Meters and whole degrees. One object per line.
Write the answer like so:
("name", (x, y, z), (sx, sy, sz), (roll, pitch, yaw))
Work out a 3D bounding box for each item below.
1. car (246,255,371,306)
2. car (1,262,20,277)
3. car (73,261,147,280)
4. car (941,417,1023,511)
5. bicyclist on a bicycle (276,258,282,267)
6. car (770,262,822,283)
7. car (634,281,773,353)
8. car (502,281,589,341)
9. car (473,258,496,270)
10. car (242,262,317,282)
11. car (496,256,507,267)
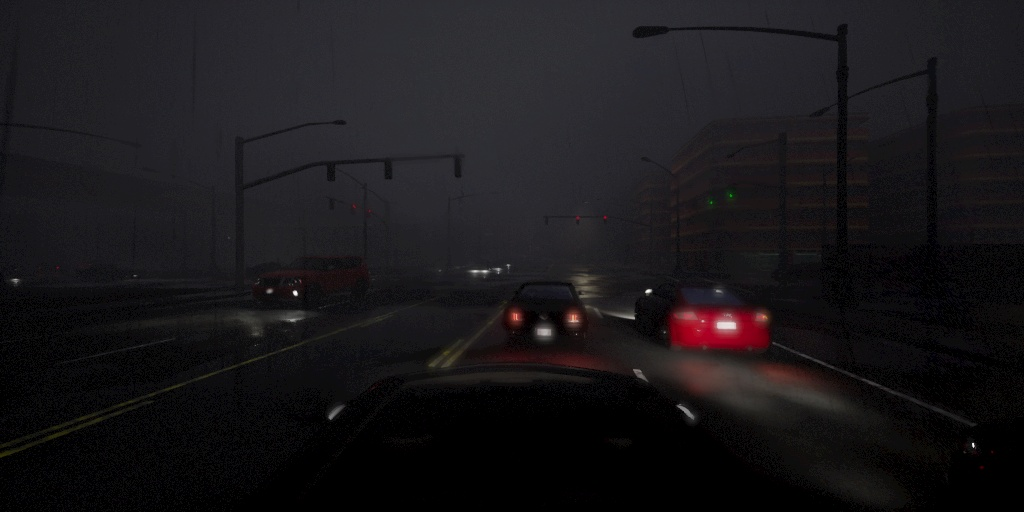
("car", (-8.684, 0.972, 16.268), (2.150, 2.045, 5.566), (0, 0, 10))
("car", (-48.170, 1.276, 33.600), (4.674, 1.442, 1.812), (0, 0, 28))
("car", (-33.900, 1.351, 30.450), (4.718, 1.301, 1.895), (0, 0, 7))
("car", (3.640, 1.242, 0.203), (2.128, 1.511, 4.902), (0, 0, 1))
("bicyclist on a bicycle", (-26.420, 1.053, 40.582), (0.582, 1.620, 1.656), (0, 0, 7))
("car", (22.803, 1.228, 27.591), (5.008, 1.535, 1.882), (0, 0, 7))
("car", (4.400, 1.314, 8.915), (1.994, 1.385, 4.181), (0, 0, 7))
("car", (0.996, 1.351, 9.915), (1.895, 1.301, 4.718), (0, 0, 8))
("car", (-3.880, 1.176, 48.705), (1.994, 1.385, 4.181), (0, 1, 8))
("car", (-18.483, 1.227, 28.616), (5.008, 1.535, 1.882), (0, 0, 7))
("car", (-2.533, 1.064, 58.559), (1.895, 1.301, 4.718), (0, 1, 8))
